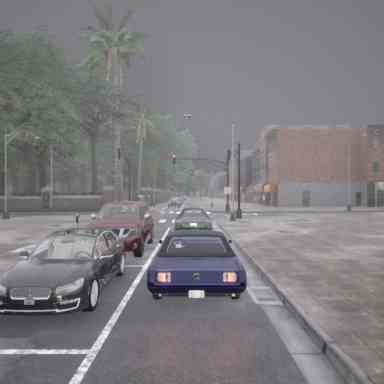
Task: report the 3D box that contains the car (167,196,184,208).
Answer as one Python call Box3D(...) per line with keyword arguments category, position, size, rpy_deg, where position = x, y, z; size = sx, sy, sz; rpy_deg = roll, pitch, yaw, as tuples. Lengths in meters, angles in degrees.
Box3D(category="car", position=(-2.724, 1.542, 51.201), size=(1.967, 1.590, 4.097), rpy_deg=(0, 0, 0))

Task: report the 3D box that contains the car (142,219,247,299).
Box3D(category="car", position=(0.086, 1.601, 8.372), size=(1.895, 1.301, 4.718), rpy_deg=(0, 0, 0))

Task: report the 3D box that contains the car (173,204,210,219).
Box3D(category="car", position=(0.065, 1.573, 18.415), size=(1.994, 1.385, 4.181), rpy_deg=(0, 0, 0))

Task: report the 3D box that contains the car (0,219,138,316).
Box3D(category="car", position=(-2.650, 1.551, 7.588), size=(2.008, 1.369, 4.403), rpy_deg=(0, 0, 0))

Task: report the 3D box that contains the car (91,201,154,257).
Box3D(category="car", position=(-2.660, 1.318, 13.052), size=(2.192, 1.841, 5.009), rpy_deg=(0, 0, 0))
